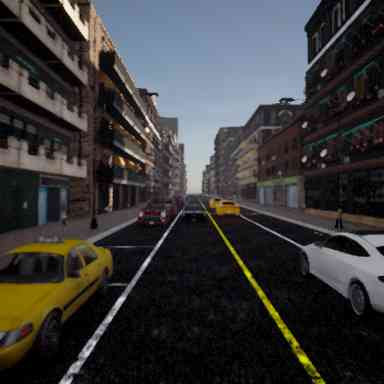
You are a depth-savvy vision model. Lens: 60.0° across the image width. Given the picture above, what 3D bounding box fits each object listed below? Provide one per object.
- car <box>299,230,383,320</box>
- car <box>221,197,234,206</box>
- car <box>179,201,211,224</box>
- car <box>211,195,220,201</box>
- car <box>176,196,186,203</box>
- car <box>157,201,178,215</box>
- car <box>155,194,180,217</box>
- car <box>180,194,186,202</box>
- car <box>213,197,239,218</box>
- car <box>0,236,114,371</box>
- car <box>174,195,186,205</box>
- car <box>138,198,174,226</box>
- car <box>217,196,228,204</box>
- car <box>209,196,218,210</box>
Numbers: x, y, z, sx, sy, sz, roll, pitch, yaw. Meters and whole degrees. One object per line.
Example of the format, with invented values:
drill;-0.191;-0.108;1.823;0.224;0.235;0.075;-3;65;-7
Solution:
car;3.861;1.557;7.271;1.812;1.442;4.674;0;0;0
car;6.090;1.605;56.937;1.752;1.417;4.829;1;0;0
car;0.165;1.622;24.800;1.895;1.301;4.718;0;0;0
car;6.335;1.649;90.583;2.008;1.369;4.403;1;0;0
car;-2.209;1.578;68.105;1.887;1.381;4.507;1;0;0
car;-2.456;1.593;34.287;1.802;1.307;4.206;1;0;0
car;-2.493;1.322;28.651;2.192;1.841;5.009;1;0;0
car;-2.289;1.341;56.832;2.192;1.841;5.009;1;0;0
car;3.245;1.523;30.912;1.882;1.535;5.008;0;0;1
car;-2.661;1.514;5.935;1.752;1.417;4.829;1;0;0
car;-2.250;1.470;62.468;1.967;1.590;4.097;1;0;0
car;-2.536;1.443;23.015;1.967;1.590;4.097;1;0;0
car;6.170;1.631;68.039;1.887;1.381;4.507;1;0;0
car;3.328;1.532;44.347;1.882;1.535;5.008;0;0;1
